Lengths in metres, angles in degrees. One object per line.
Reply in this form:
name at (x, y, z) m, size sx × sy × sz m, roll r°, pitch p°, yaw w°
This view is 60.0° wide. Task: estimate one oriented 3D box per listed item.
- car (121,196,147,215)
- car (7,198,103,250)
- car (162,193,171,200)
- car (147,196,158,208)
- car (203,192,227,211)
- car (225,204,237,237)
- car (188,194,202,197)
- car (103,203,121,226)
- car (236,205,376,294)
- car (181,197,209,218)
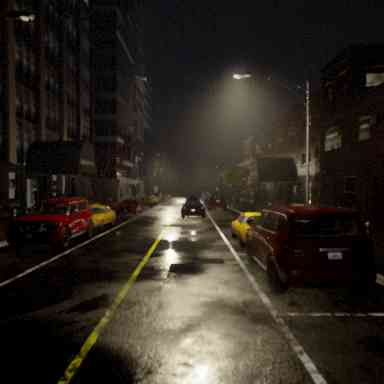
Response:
car at (-5.703, 1.331, 30.747) m, size 1.887 × 1.381 × 4.507 m, roll -1°, pitch 0°, yaw 0°
car at (-5.705, 1.216, 14.141) m, size 2.192 × 1.841 × 5.009 m, roll -1°, pitch 0°, yaw 0°
car at (-5.706, 0.921, 75.024) m, size 1.967 × 1.590 × 4.097 m, roll -1°, pitch 0°, yaw 0°
car at (-5.704, 1.236, 41.646) m, size 1.752 × 1.417 × 4.829 m, roll -1°, pitch 0°, yaw 0°
car at (2.674, 1.064, 36.269) m, size 2.192 × 1.841 × 5.009 m, roll -1°, pitch 0°, yaw 0°
car at (2.678, 1.426, 14.303) m, size 1.752 × 1.417 × 4.829 m, roll -1°, pitch 0°, yaw 0°
car at (0.090, 1.213, 45.115) m, size 1.812 × 1.442 × 4.674 m, roll 0°, pitch 0°, yaw 0°
car at (-5.702, 1.390, 19.508) m, size 1.752 × 1.417 × 4.829 m, roll -1°, pitch 0°, yaw 0°
car at (2.675, 1.255, 8.597) m, size 2.192 × 1.841 × 5.009 m, roll -1°, pitch 0°, yaw 0°
car at (0.099, 1.369, 27.978) m, size 1.994 × 1.385 × 4.181 m, roll 0°, pitch 0°, yaw 0°
